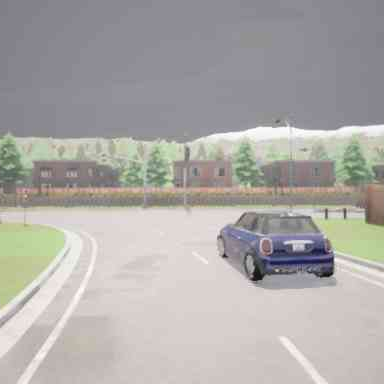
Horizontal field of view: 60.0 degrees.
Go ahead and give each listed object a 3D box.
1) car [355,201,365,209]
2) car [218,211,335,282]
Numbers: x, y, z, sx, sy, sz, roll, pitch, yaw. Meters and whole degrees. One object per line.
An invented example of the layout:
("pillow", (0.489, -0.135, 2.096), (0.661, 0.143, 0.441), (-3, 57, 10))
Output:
("car", (21.547, 1.414, 39.098), (4.181, 1.385, 1.994), (0, 0, -3))
("car", (2.214, 1.326, 9.986), (2.097, 1.767, 4.553), (0, 0, -9))
